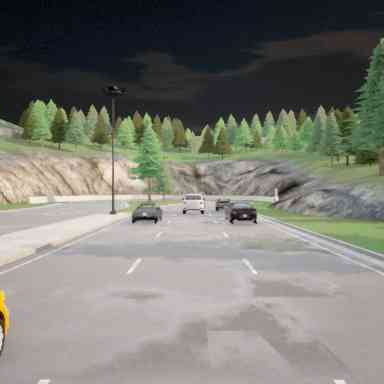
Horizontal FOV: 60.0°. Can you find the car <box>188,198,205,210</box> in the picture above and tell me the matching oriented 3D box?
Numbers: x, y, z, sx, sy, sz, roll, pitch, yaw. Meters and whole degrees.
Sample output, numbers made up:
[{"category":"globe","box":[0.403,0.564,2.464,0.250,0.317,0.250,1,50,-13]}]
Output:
[{"category":"car","box":[0.664,1.564,44.568,1.994,1.385,4.181,0,0,6]}]

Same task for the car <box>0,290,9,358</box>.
[{"category":"car","box":[-3.398,1.477,2.498,1.882,1.535,5.008,0,0,0]}]

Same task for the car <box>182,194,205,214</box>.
[{"category":"car","box":[0.153,1.221,35.225,2.150,2.045,5.566,0,0,0]}]

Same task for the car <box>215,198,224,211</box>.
[{"category":"car","box":[3.813,1.491,40.261,2.128,1.511,4.902,0,0,2]}]

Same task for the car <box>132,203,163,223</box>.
[{"category":"car","box":[-3.391,1.564,25.744,1.994,1.385,4.181,0,0,0]}]

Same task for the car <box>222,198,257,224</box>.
[{"category":"car","box":[3.609,1.477,25.130,1.882,1.535,5.008,0,0,0]}]
